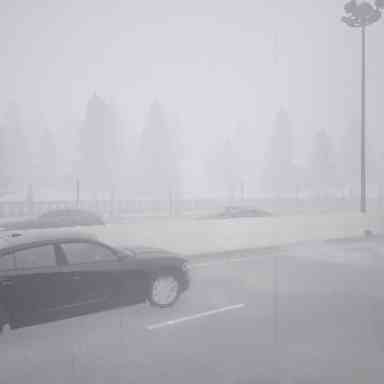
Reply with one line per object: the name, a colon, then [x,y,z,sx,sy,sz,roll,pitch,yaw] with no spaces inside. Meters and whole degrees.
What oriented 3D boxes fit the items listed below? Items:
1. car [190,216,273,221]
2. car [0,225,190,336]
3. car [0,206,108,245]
car: [2.147,1.496,17.515,4.902,1.511,2.128,0,0,-30]
car: [-2.351,1.478,6.205,5.008,1.535,1.882,0,0,-35]
car: [-6.748,1.506,16.139,4.892,1.490,1.837,0,0,-33]
